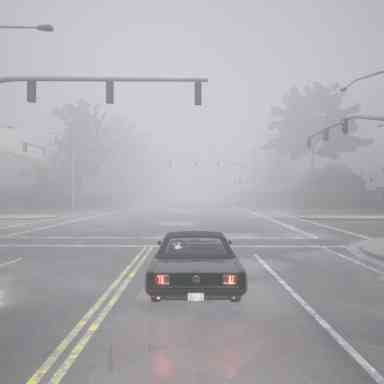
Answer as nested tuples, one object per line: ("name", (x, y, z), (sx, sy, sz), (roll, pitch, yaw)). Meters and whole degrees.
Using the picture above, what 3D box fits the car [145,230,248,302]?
("car", (0.065, 1.601, 8.208), (1.895, 1.301, 4.718), (0, 0, 0))
